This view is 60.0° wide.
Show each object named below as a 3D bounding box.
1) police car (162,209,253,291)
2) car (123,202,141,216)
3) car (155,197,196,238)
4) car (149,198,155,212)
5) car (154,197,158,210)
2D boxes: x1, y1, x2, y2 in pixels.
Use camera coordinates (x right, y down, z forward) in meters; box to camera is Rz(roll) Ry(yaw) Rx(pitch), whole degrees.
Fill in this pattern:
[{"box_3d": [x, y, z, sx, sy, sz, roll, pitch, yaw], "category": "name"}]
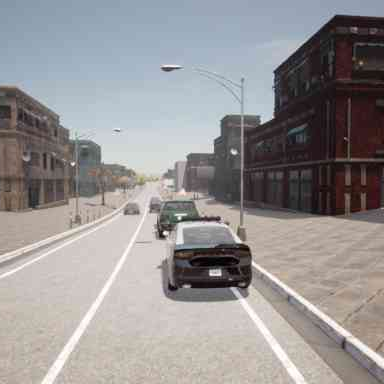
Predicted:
[{"box_3d": [0.230, 1.479, 9.381, 1.930, 1.638, 5.238, 0, -1, -6], "category": "police car"}, {"box_3d": [-7.333, 2.079, 40.730, 1.837, 1.490, 4.892, 0, 0, -7], "category": "car"}, {"box_3d": [-0.874, 1.466, 19.318, 2.150, 2.045, 5.566, 0, -1, -7], "category": "car"}, {"box_3d": [-4.950, 1.996, 46.295, 1.837, 1.490, 4.892, 0, -1, -7], "category": "car"}, {"box_3d": [-1.578, 1.622, 25.287, 2.150, 2.045, 5.566, 0, -1, -7], "category": "car"}]
